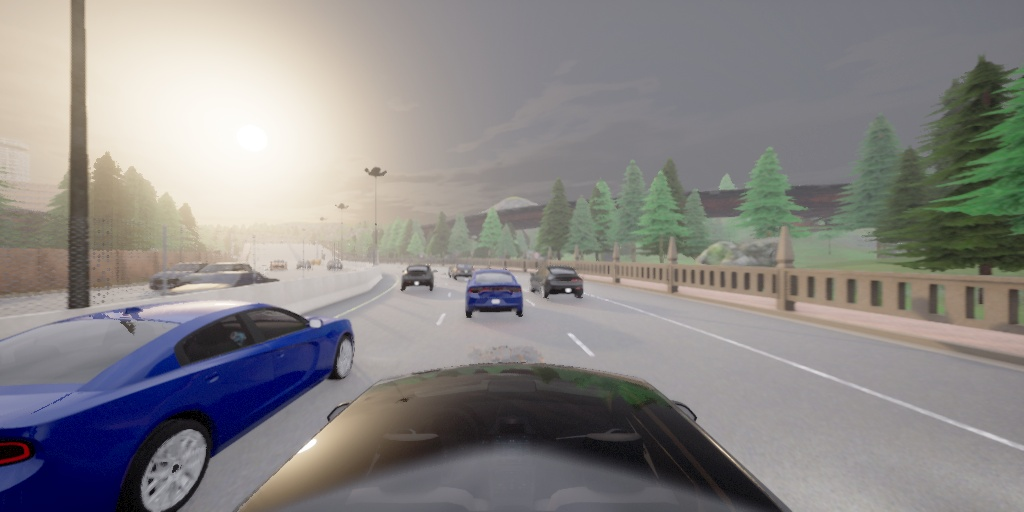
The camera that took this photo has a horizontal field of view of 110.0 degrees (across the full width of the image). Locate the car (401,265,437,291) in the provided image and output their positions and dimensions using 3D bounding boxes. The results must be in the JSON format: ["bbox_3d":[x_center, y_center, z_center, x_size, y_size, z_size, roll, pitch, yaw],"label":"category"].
[{"bbox_3d":[-5.816,1.276,22.471,1.837,1.490,4.892,0,0,-11],"label":"car"}]

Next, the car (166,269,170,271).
[{"bbox_3d":[-20.452,1.186,22.799,2.097,1.767,4.553,0,0,-15],"label":"car"}]

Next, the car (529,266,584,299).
[{"bbox_3d":[2.109,1.242,18.027,1.837,1.490,4.892,0,0,-8],"label":"car"}]

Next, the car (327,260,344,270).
[{"bbox_3d":[-26.507,1.345,53.727,2.128,1.511,4.902,0,0,-32],"label":"car"}]

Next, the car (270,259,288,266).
[{"bbox_3d":[-35.078,1.243,53.978,2.097,1.767,4.553,0,0,-34],"label":"car"}]

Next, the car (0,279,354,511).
[{"bbox_3d":[-3.585,1.243,4.191,1.882,1.535,5.008,0,0,-2],"label":"car"}]

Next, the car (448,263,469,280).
[{"bbox_3d":[-4.443,1.310,31.403,2.033,1.411,5.357,0,0,-17],"label":"car"}]

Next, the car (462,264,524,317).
[{"bbox_3d":[-0.754,1.228,13.351,1.882,1.535,5.008,0,0,-6],"label":"car"}]

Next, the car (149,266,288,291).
[{"bbox_3d":[-11.674,1.345,14.889,2.033,1.411,5.357,0,0,-8],"label":"car"}]

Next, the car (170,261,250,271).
[{"bbox_3d":[-16.263,1.169,20.185,2.097,1.767,4.553,0,0,-13],"label":"car"}]
